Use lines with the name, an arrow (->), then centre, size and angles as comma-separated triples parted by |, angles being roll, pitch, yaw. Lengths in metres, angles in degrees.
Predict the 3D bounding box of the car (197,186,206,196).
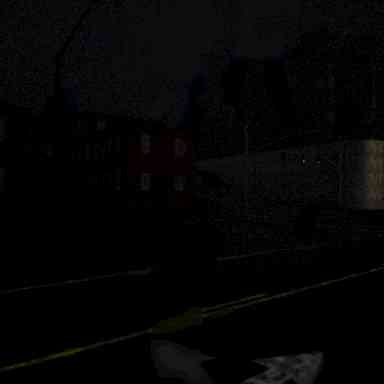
car -> 0.027, -0.364, 49.184 | 2.033, 1.411, 5.357 | 0, 10, -36
